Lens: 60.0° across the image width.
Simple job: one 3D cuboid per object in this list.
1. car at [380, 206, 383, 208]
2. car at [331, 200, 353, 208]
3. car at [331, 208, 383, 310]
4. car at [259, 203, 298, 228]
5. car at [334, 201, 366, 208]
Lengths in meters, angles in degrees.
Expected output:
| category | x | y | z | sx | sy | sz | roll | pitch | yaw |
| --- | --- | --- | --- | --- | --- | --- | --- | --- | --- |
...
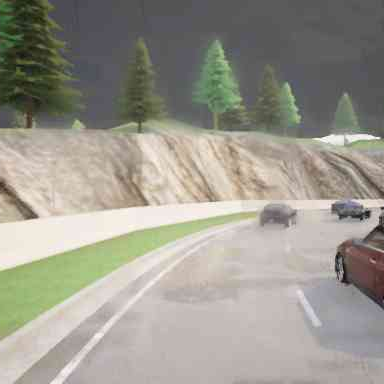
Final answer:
| category | x | y | z | sx | sy | sz | roll | pitch | yaw |
| --- | --- | --- | --- | --- | --- | --- | --- | --- | --- |
| car | 10.900 | 1.315 | 16.633 | 2.150 | 2.045 | 5.566 | 0 | 0 | 23 |
| car | 17.525 | 1.630 | 37.529 | 5.008 | 1.535 | 1.882 | 0 | 0 | -43 |
| car | 4.500 | 1.391 | 6.696 | 2.097 | 1.767 | 4.553 | 1 | 0 | 8 |
| car | 6.024 | 1.559 | 22.879 | 1.837 | 1.490 | 4.892 | 0 | 0 | 27 |
| car | 14.066 | 1.723 | 28.578 | 1.895 | 1.301 | 4.718 | 0 | 0 | 38 |
